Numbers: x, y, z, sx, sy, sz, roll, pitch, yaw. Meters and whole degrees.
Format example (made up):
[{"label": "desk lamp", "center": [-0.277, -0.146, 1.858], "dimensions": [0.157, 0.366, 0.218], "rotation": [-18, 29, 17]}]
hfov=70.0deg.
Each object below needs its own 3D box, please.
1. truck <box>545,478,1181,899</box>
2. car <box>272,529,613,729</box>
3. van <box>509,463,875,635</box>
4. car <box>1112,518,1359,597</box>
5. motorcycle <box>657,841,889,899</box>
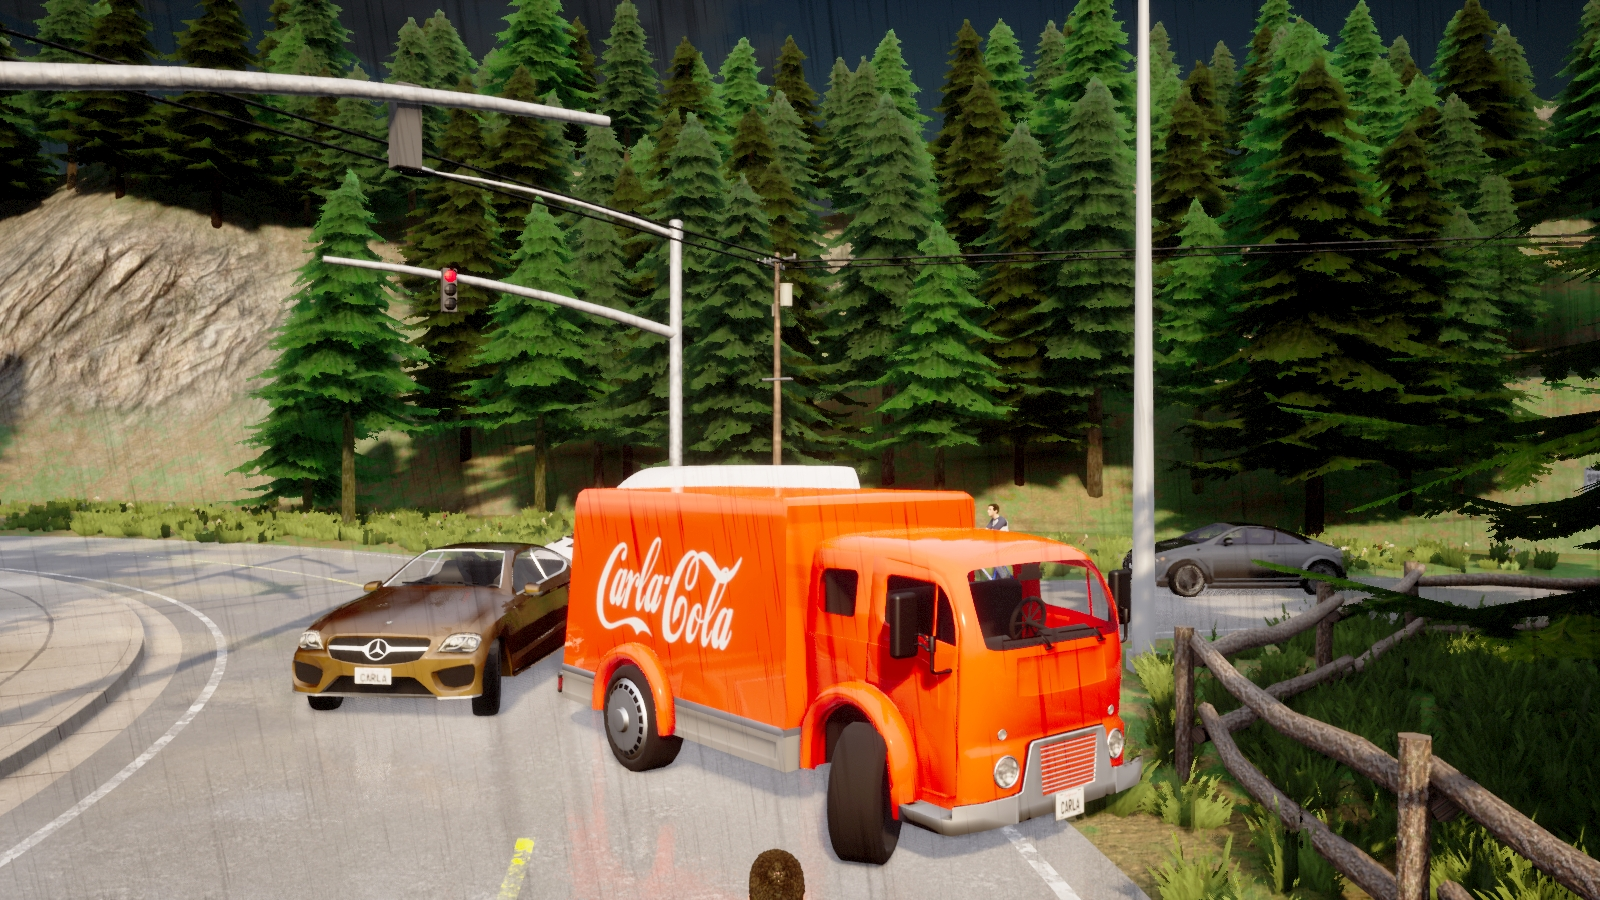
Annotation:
[{"label": "truck", "center": [0.202, 1.542, 9.769], "dimensions": [2.627, 2.467, 5.204], "rotation": [0, 0, -39]}, {"label": "car", "center": [-4.038, 1.970, 14.038], "dimensions": [2.152, 1.651, 5.027], "rotation": [0, 0, 6]}, {"label": "van", "center": [-1.776, 1.528, 19.549], "dimensions": [5.915, 2.561, 1.988], "rotation": [0, 0, -27]}, {"label": "car", "center": [8.639, 2.118, 22.918], "dimensions": [4.181, 1.385, 1.994], "rotation": [0, 0, -2]}, {"label": "motorcycle", "center": [-0.074, 2.159, 3.526], "dimensions": [0.803, 1.199, 2.033], "rotation": [0, 0, -2]}]
